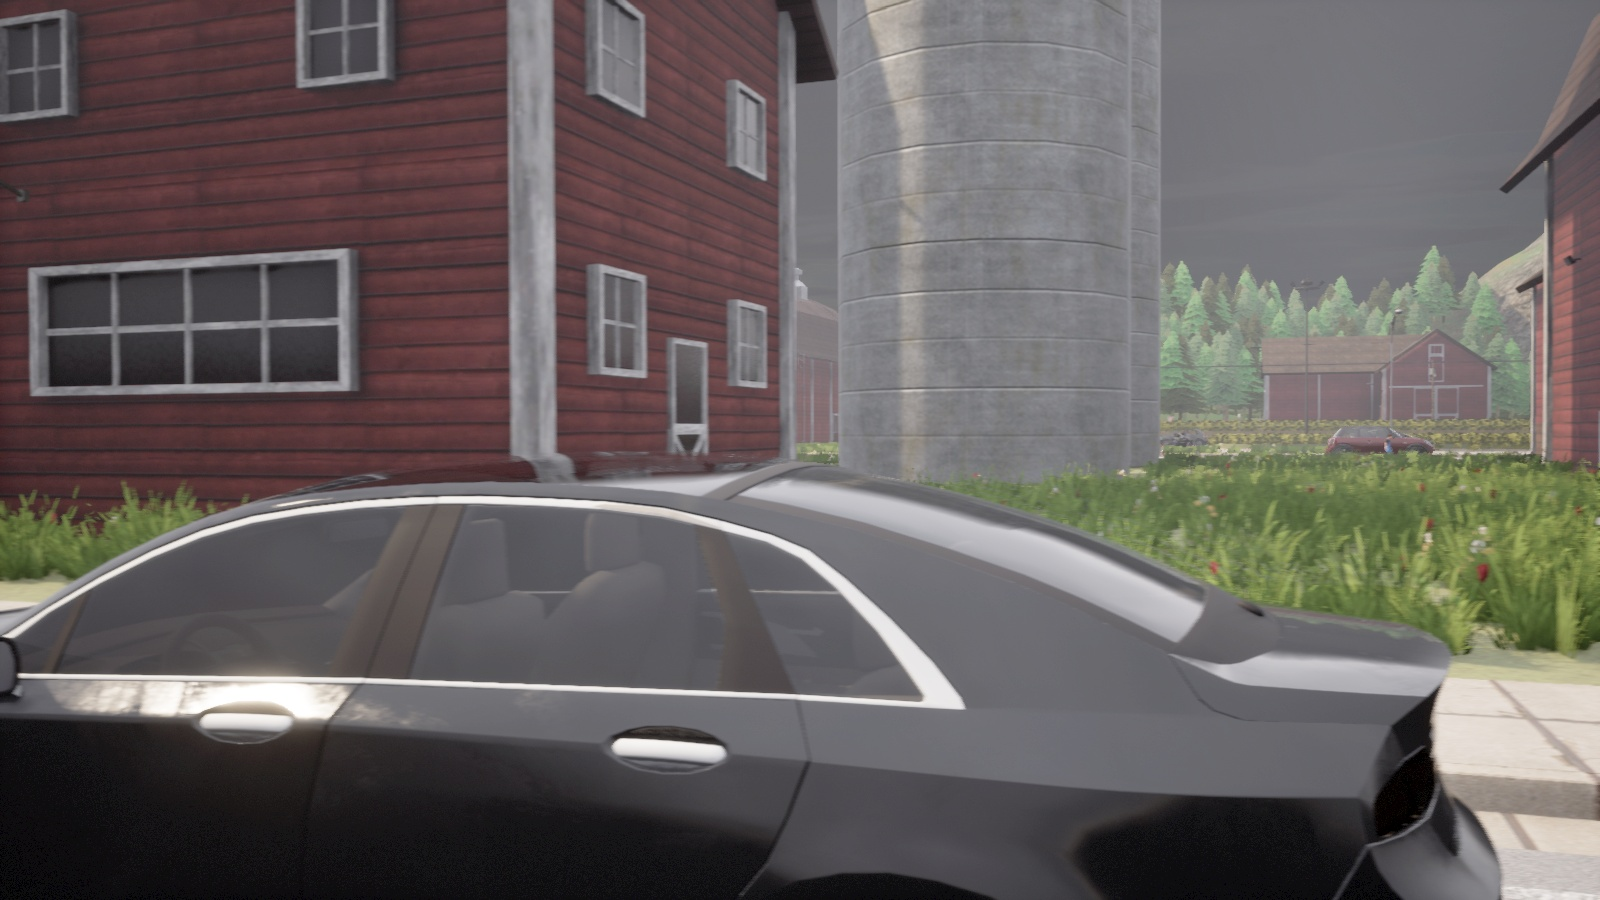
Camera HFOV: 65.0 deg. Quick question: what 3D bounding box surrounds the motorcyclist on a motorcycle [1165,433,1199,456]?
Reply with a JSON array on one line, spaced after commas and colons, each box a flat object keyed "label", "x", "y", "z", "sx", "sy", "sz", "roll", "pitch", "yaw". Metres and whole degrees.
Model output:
[{"label": "motorcyclist on a motorcycle", "x": 26.387, "y": -0.402, "z": 86.782, "sx": 0.866, "sy": 1.530, "sz": 2.191, "roll": 1, "pitch": 1, "yaw": -29}]

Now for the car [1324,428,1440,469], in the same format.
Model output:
[{"label": "car", "x": 26.356, "y": -0.102, "z": 57.002, "sx": 4.553, "sy": 1.767, "sz": 2.097, "roll": 1, "pitch": 1, "yaw": 19}]

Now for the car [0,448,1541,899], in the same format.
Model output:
[{"label": "car", "x": -0.939, "y": 0.772, "z": 3.509, "sx": 4.892, "sy": 1.490, "sz": 1.837, "roll": 1, "pitch": 1, "yaw": 19}]
